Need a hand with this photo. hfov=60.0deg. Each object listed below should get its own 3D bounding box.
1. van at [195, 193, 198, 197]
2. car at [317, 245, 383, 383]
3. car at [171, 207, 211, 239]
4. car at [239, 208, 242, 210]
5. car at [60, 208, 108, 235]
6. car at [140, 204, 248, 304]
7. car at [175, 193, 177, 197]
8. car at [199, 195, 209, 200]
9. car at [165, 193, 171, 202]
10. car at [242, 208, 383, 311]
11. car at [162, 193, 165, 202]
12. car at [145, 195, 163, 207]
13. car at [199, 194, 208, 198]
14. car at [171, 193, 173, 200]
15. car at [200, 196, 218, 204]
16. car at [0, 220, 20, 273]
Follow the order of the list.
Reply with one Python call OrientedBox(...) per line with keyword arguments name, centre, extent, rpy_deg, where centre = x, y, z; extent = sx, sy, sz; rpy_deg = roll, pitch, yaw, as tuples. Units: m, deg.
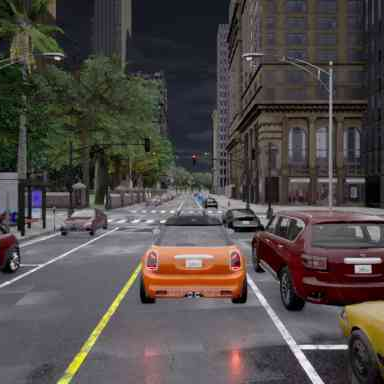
OrientedBox(name="van", centre=(2.330, 1.276, 82.934), extent=(1.690, 1.788, 3.998), rpy_deg=(0, 0, 0))
OrientedBox(name="car", centre=(2.753, 1.525, 2.450), extent=(1.752, 1.417, 4.829), rpy_deg=(0, 0, 0))
OrientedBox(name="car", centre=(-0.030, 1.596, 18.145), extent=(1.895, 1.301, 4.718), rpy_deg=(0, 0, 0))
OrientedBox(name="car", centre=(2.668, 1.561, 18.555), extent=(1.947, 1.339, 4.313), rpy_deg=(0, 0, 0))
OrientedBox(name="car", centre=(-5.857, 1.577, 18.528), extent=(1.802, 1.307, 4.206), rpy_deg=(0, 0, 0))
OrientedBox(name="car", centre=(0.033, 1.351, 8.326), extent=(2.097, 1.767, 4.553), rpy_deg=(0, 0, 0))
OrientedBox(name="car", centre=(-6.252, 1.232, 93.749), extent=(2.192, 1.841, 5.009), rpy_deg=(0, 0, 0))
OrientedBox(name="car", centre=(2.501, 1.540, 50.412), extent=(1.947, 1.339, 4.313), rpy_deg=(0, 0, 0))
OrientedBox(name="car", centre=(-6.138, 1.391, 72.068), extent=(1.967, 1.590, 4.097), rpy_deg=(0, 0, 0))
OrientedBox(name="car", centre=(2.724, 1.314, 7.705), extent=(2.192, 1.841, 5.009), rpy_deg=(0, 0, 0))
OrientedBox(name="car", centre=(-6.053, 1.409, 55.807), extent=(1.967, 1.590, 4.097), rpy_deg=(0, 0, 0))
OrientedBox(name="car", centre=(-6.024, 1.525, 50.387), extent=(2.008, 1.369, 4.403), rpy_deg=(0, 0, 0))
OrientedBox(name="car", centre=(2.472, 1.495, 56.002), extent=(1.752, 1.417, 4.829), rpy_deg=(0, 0, 0))
OrientedBox(name="car", centre=(-6.167, 1.258, 77.488), extent=(2.192, 1.841, 5.009), rpy_deg=(0, 0, 0))
OrientedBox(name="car", centre=(2.530, 1.544, 44.992), extent=(1.947, 1.339, 4.313), rpy_deg=(0, 0, 0))
OrientedBox(name="car", centre=(-5.801, 1.438, 7.676), extent=(1.967, 1.590, 4.097), rpy_deg=(0, 0, 0))
